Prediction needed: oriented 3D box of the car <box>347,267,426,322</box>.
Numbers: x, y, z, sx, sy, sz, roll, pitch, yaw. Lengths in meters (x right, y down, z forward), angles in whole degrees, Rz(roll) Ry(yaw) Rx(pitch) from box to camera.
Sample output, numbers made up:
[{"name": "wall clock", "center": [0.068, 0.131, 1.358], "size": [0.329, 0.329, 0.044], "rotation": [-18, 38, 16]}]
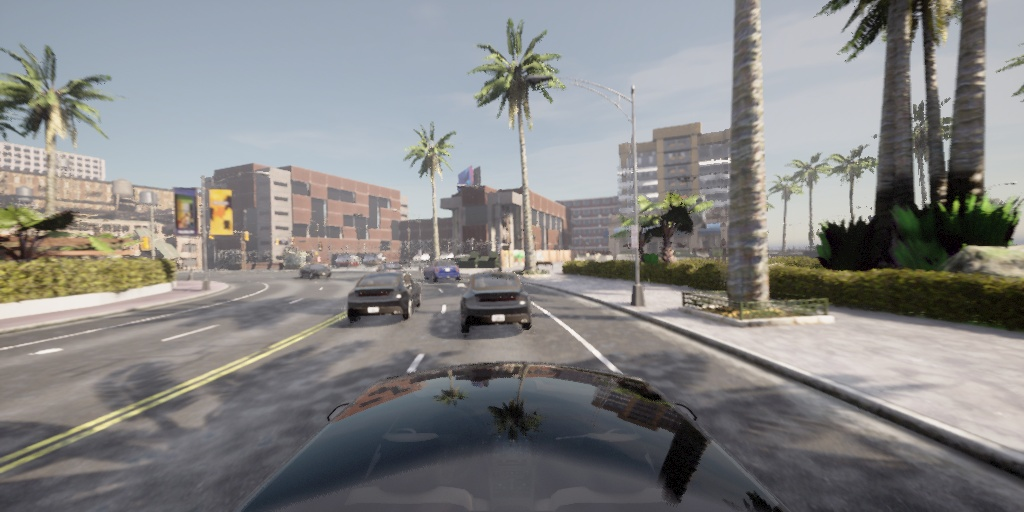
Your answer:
[{"name": "car", "center": [-4.373, 1.310, 12.792], "size": [1.837, 1.490, 4.892], "rotation": [-1, 0, -8]}]

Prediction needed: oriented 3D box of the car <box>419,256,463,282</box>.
[{"name": "car", "center": [-5.797, 1.108, 29.118], "size": [2.097, 1.767, 4.553], "rotation": [-2, 0, -25]}]

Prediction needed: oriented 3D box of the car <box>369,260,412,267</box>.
[{"name": "car", "center": [-10.410, 1.361, 30.412], "size": [2.128, 1.511, 4.902], "rotation": [-2, 0, -30]}]

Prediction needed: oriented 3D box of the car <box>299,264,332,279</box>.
[{"name": "car", "center": [-20.788, 1.579, 37.829], "size": [5.008, 1.535, 1.882], "rotation": [-2, 0, 43]}]

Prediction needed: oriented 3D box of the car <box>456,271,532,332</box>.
[{"name": "car", "center": [-0.591, 1.222, 10.930], "size": [1.837, 1.490, 4.892], "rotation": [-1, 0, -6]}]
